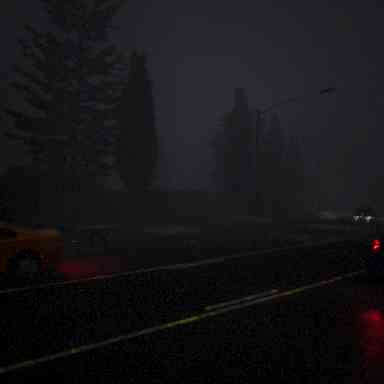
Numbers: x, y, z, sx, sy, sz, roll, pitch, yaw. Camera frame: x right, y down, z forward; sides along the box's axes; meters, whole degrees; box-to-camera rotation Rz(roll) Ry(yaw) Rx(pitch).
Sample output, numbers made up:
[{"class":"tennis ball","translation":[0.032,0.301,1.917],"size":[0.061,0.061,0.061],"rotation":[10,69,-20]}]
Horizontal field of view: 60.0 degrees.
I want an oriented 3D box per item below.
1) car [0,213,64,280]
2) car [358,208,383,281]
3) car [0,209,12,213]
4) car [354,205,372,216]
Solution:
[{"class":"car","translation":[-5.932,1.477,8.409],"size":[5.008,1.535,1.882],"rotation":[0,0,-36]},{"class":"car","translation":[6.596,1.367,8.799],"size":[4.553,1.767,2.097],"rotation":[0,0,-39]},{"class":"car","translation":[-8.139,1.352,11.141],"size":[4.553,1.767,2.097],"rotation":[0,0,-36]},{"class":"car","translation":[21.047,2.282,40.455],"size":[2.033,1.411,5.357],"rotation":[1,-2,33]}]
